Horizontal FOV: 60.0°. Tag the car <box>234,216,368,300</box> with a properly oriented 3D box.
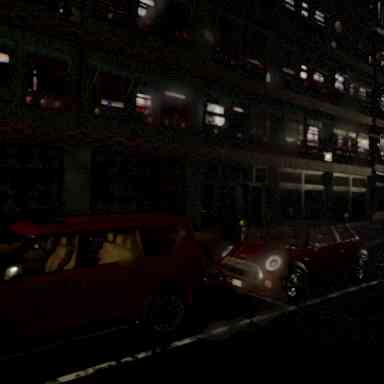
[{"bbox_3d":[2.624,1.463,8.409,4.097,1.590,1.967,0,1,-35],"label":"car"}]

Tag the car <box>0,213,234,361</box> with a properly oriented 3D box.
[{"bbox_3d":[-2.014,1.319,5.097,5.009,1.841,2.192,0,1,-35],"label":"car"}]
